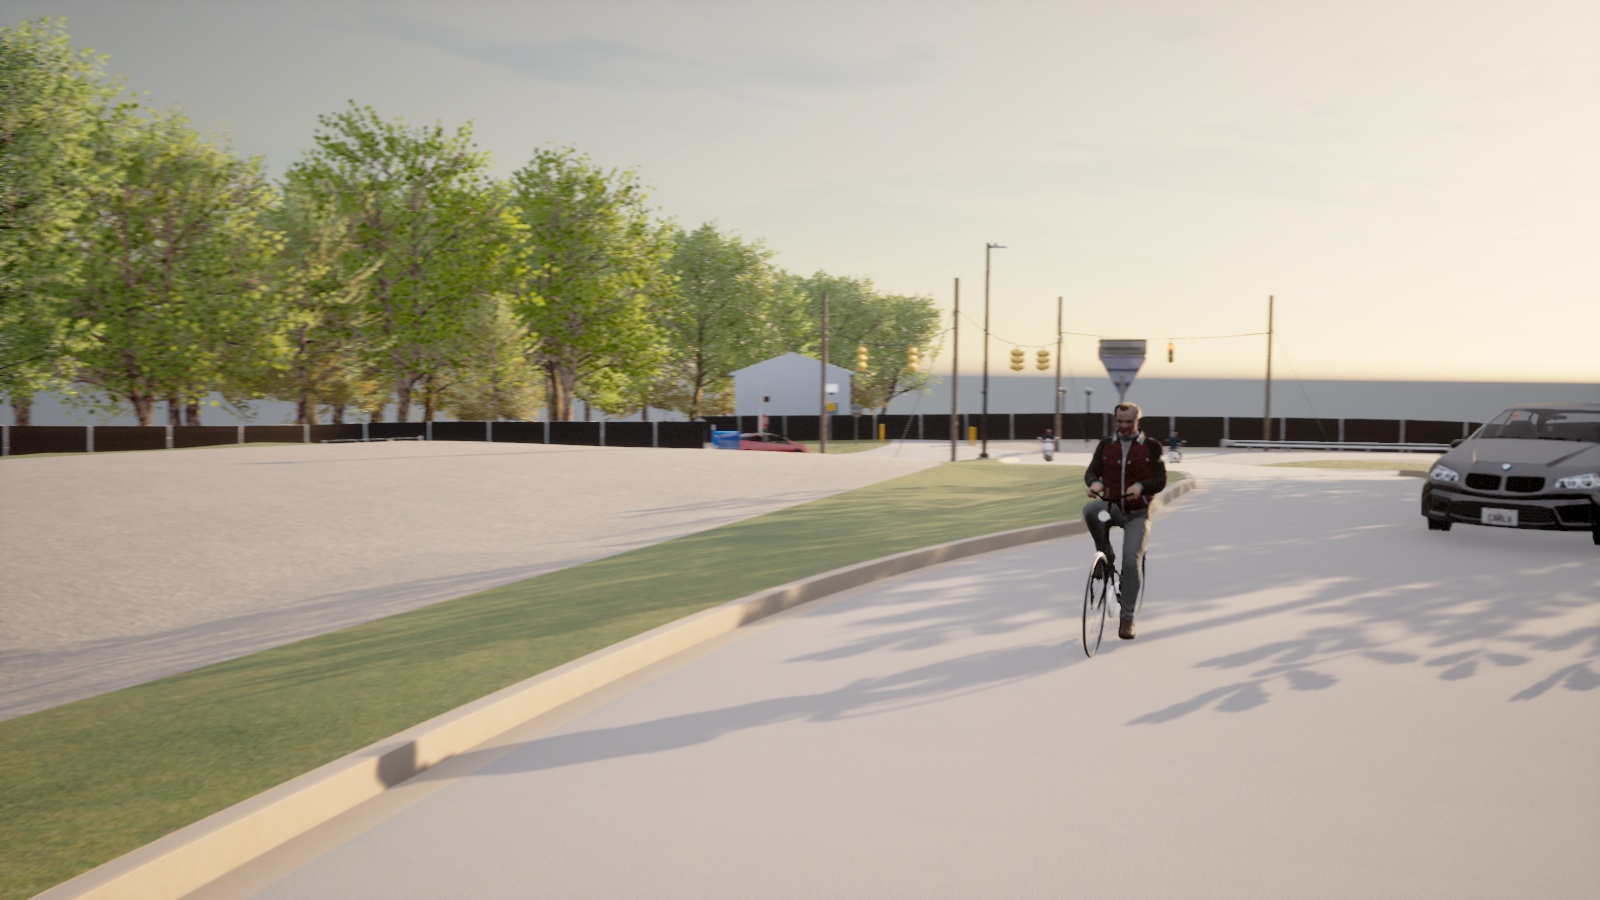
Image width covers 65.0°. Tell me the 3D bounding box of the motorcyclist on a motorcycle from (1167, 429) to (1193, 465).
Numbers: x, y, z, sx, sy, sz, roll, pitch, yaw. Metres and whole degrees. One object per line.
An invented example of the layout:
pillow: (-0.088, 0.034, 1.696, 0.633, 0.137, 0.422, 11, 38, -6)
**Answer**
motorcyclist on a motorcycle: (17.620, -0.159, 58.275, 0.866, 1.590, 1.817, 2, 3, 25)

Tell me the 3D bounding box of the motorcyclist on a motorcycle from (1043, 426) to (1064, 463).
motorcyclist on a motorcycle: (11.337, -0.220, 56.140, 0.866, 1.590, 1.817, 0, -2, 12)

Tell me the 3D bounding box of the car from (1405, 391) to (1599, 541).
car: (10.072, 0.075, 16.608, 4.611, 1.667, 2.242, -3, 5, -44)

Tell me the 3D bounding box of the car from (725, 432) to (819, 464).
car: (-1.481, -0.144, 65.705, 4.514, 1.525, 2.007, -1, 4, -20)

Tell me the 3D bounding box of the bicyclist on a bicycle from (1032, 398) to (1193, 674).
bicyclist on a bicycle: (2.316, 0.525, 9.153, 0.659, 1.776, 1.843, 3, 4, 28)
